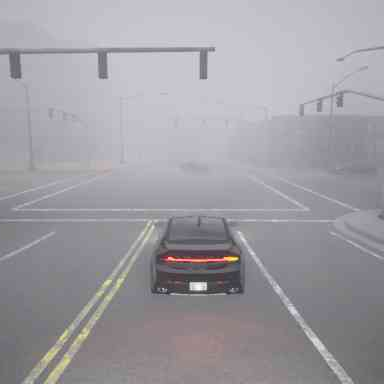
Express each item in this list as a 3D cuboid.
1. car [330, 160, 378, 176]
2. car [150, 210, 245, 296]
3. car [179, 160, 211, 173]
[{"bbox_3d":[17.250,-2.660,35.562,4.553,1.767,2.097,0,8,0],"label":"car"},{"bbox_3d":[0.114,1.198,8.086,1.837,1.490,4.892,0,4,0],"label":"car"},{"bbox_3d":[0.249,-3.119,40.045,2.033,1.411,5.357,-5,10,-27],"label":"car"}]
